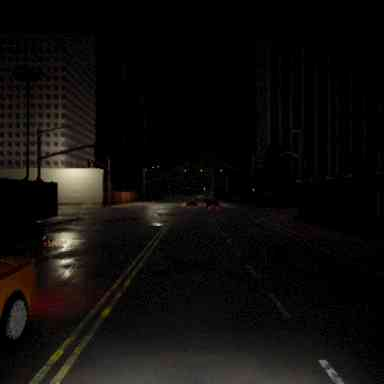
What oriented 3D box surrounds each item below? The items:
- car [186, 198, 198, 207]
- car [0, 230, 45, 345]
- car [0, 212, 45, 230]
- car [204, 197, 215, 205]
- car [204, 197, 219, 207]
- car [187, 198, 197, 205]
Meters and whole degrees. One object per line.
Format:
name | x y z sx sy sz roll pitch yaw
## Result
car | 0.008 1.851 57.642 1.895 1.301 4.718 0 0 0
car | -3.577 1.494 3.586 1.882 1.535 5.008 0 0 0
car | -7.015 1.529 11.739 1.882 1.535 5.008 0 -1 0
car | 3.509 1.783 67.676 2.128 1.511 4.902 0 0 0
car | 3.508 1.726 57.195 1.882 1.535 5.008 0 0 0
car | 0.009 1.842 67.676 1.994 1.385 4.181 0 0 0
